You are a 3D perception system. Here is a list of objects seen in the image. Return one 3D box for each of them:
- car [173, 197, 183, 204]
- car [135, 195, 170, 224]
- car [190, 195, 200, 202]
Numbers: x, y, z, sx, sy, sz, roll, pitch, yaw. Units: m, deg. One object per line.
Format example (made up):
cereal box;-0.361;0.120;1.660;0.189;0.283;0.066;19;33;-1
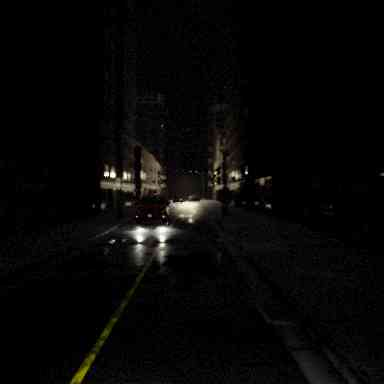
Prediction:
car;-2.758;1.669;66.249;2.033;1.411;5.357;0;0;0
car;-2.851;1.249;25.269;2.150;2.045;5.566;0;0;0
car;0.960;1.623;82.081;1.882;1.535;5.008;0;0;0
